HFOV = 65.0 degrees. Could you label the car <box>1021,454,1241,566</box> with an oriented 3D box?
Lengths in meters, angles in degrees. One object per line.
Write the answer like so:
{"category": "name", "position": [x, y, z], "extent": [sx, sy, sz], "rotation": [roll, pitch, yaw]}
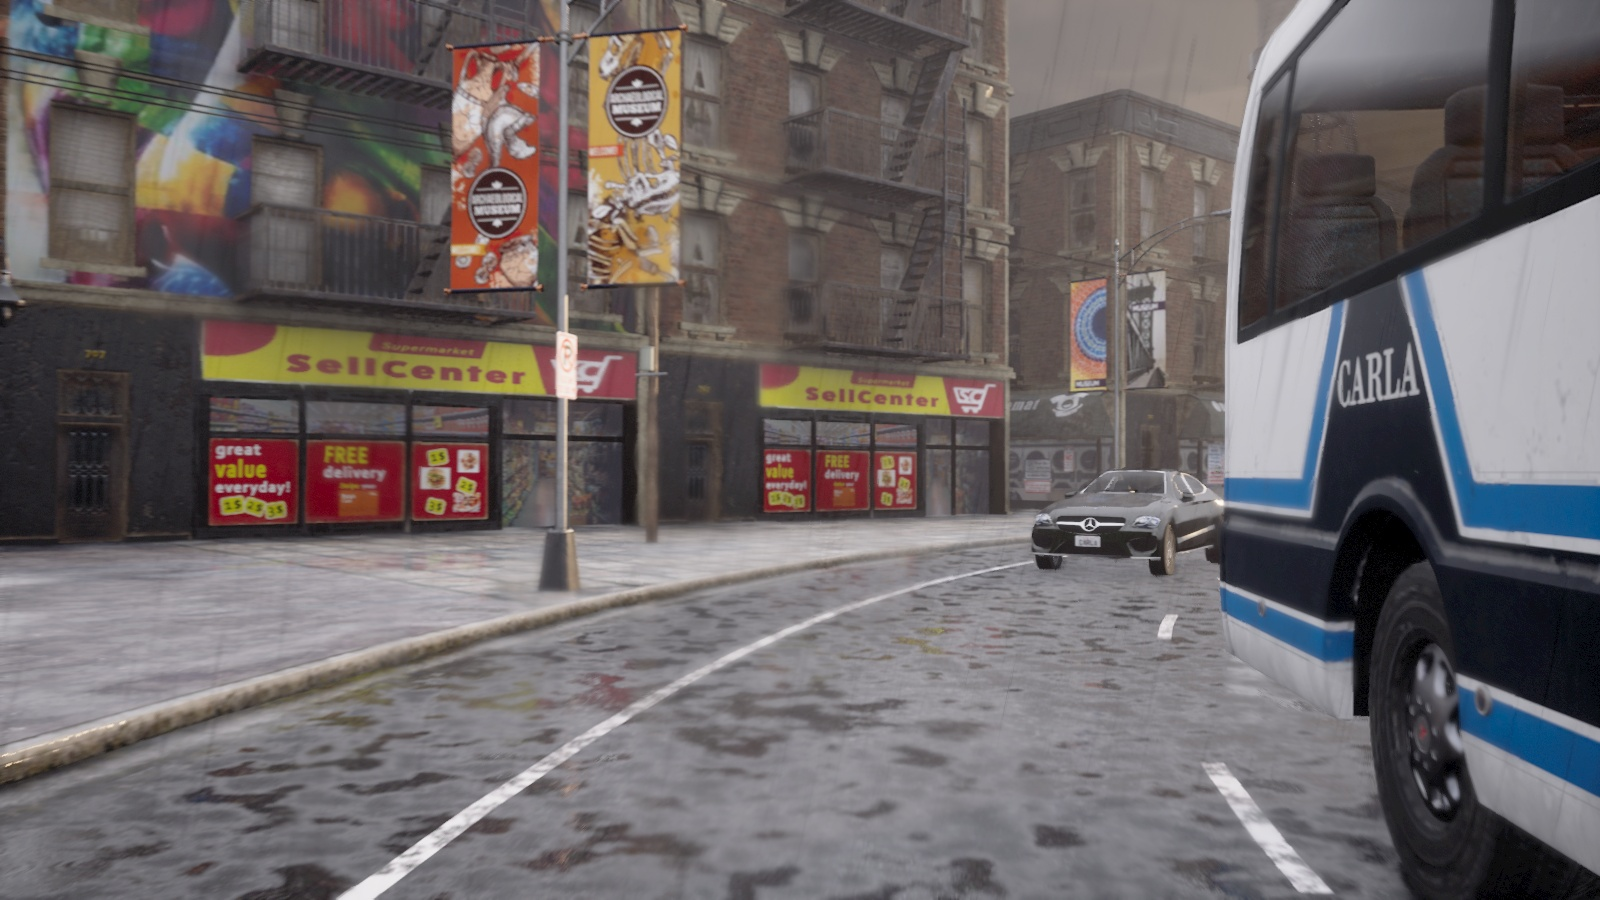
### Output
{"category": "car", "position": [5.712, 0.930, 21.166], "extent": [2.152, 1.651, 5.027], "rotation": [-1, -1, 32]}

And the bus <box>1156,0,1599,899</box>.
{"category": "bus", "position": [3.453, -0.542, 1.813], "extent": [3.944, 4.253, 10.273], "rotation": [-1, -1, 6]}
